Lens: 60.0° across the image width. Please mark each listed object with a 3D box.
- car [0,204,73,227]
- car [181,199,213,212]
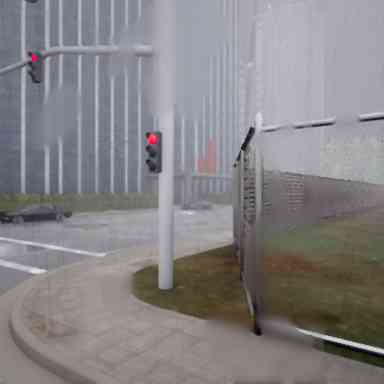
[{"bbox_3d":[-10.640,1.508,22.504,1.895,1.301,4.718,0,0,36],"label":"car"},{"bbox_3d":[0.593,1.471,38.159,1.994,1.385,4.181,0,0,36],"label":"car"}]
